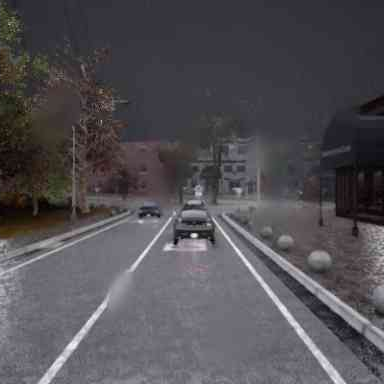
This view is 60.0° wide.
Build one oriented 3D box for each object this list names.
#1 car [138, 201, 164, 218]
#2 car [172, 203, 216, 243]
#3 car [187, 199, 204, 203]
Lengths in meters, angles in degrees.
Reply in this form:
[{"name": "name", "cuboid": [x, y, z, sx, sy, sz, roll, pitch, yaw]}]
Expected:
[{"name": "car", "cuboid": [-3.506, 1.487, 29.532, 2.033, 1.411, 5.357, 0, 0, 0]}, {"name": "car", "cuboid": [0.094, 1.514, 16.007, 1.837, 1.490, 4.892, 0, 0, 0]}, {"name": "car", "cuboid": [0.295, 1.411, 30.333, 1.882, 1.535, 5.008, 0, 0, 3]}]
